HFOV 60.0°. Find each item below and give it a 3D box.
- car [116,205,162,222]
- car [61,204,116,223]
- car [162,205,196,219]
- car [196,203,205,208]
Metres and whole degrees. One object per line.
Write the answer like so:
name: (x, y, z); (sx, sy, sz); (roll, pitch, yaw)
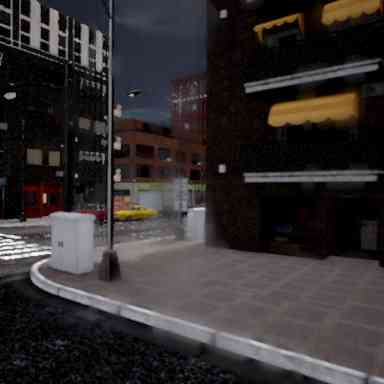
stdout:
car: (-5.083, 1.801, 29.457); (1.752, 1.417, 4.829); (-1, -1, 35)
car: (-8.141, 1.615, 25.066); (1.967, 1.590, 4.097); (-1, -1, 35)
car: (-1.830, 1.949, 34.129); (1.947, 1.339, 4.313); (-1, -1, 35)
car: (1.230, 2.010, 38.522); (1.752, 1.417, 4.829); (-1, -1, 35)
